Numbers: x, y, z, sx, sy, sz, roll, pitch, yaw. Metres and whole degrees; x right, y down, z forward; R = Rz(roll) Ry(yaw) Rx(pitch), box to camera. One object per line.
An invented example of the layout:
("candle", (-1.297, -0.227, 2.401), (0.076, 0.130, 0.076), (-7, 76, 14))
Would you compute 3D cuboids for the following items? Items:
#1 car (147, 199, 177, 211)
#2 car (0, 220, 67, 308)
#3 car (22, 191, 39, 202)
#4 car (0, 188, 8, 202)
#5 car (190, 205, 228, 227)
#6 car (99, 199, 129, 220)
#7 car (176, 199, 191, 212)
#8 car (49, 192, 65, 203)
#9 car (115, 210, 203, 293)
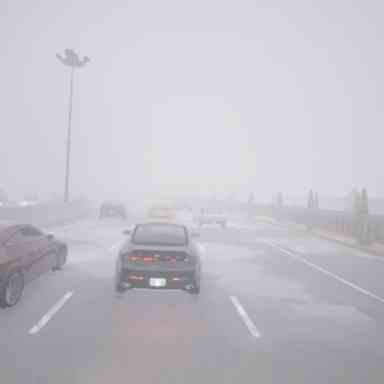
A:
("car", (-2.686, 1.445, 27.361), (1.882, 1.535, 5.008), (3, 0, -9))
("car", (-4.223, 1.346, 7.295), (1.812, 1.442, 4.674), (3, 0, -4))
("car", (-22.950, 0.545, 47.419), (2.128, 1.511, 4.902), (3, 0, -23))
("car", (-24.342, 0.316, 41.355), (2.097, 1.767, 4.553), (3, 0, -20))
("car", (1.233, 1.748, 24.248), (1.895, 1.301, 4.718), (3, 0, -7))
("car", (-5.966, 1.280, 25.711), (1.882, 1.535, 5.008), (3, 0, -8))
("car", (-1.347, 1.578, 38.186), (1.837, 1.490, 4.892), (3, 0, -14))
("car", (-18.812, 0.757, 46.492), (1.837, 1.490, 4.892), (3, 0, -21))
("car", (-0.837, 1.496, 8.849), (1.837, 1.490, 4.892), (3, 0, -4))
